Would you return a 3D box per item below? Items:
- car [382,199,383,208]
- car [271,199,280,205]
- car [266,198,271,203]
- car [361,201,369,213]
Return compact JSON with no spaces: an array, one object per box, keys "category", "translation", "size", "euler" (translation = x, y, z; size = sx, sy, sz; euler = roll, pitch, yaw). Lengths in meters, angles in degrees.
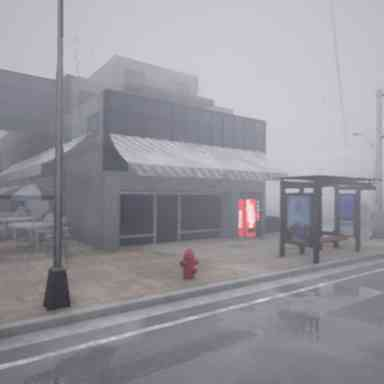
[{"category":"car","translation":[32.451,1.931,54.529],"size":[4.605,1.855,1.932],"euler":[1,0,-36]},{"category":"car","translation":[19.973,2.160,73.207],"size":[3.633,1.501,1.845],"euler":[1,0,-36]},{"category":"car","translation":[19.300,2.255,87.305],"size":[5.027,1.636,2.152],"euler":[1,0,-36]},{"category":"car","translation":[20.501,1.877,41.919],"size":[3.806,1.475,1.970],"euler":[1,0,-36]}]
